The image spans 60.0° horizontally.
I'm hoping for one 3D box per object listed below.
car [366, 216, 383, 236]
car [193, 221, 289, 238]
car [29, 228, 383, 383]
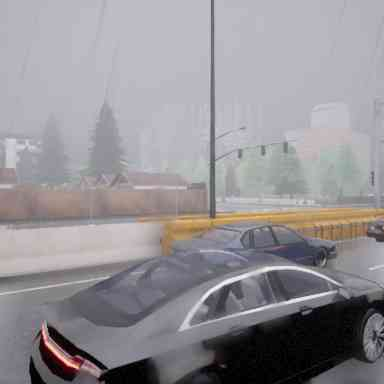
[{"bbox_3d":[10.056,1.547,15.179,5.357,1.411,2.033,0,0,-35],"label":"car"},{"bbox_3d":[1.856,1.547,9.359,5.357,1.411,2.033,0,0,-35],"label":"car"},{"bbox_3d":[0.665,1.491,4.215,4.902,1.511,2.128,0,0,-35],"label":"car"}]
